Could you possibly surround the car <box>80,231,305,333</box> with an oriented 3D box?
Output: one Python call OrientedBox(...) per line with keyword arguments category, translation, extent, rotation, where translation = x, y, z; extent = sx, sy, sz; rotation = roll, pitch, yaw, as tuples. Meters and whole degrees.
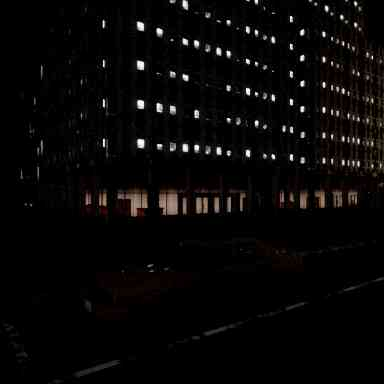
OrientedBox(category="car", translation=(0.285, 1.525, 6.767), extent=(4.829, 1.417, 1.752), rotation=(0, 0, -36))
